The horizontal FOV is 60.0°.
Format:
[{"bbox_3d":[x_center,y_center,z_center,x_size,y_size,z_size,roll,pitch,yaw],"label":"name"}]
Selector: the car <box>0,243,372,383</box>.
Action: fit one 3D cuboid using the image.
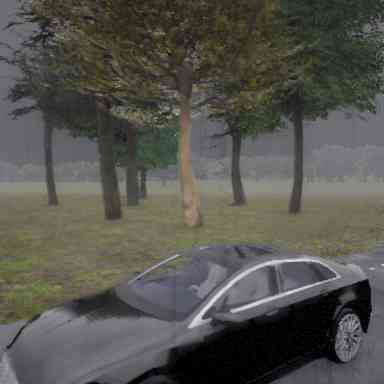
[{"bbox_3d":[0.375,1.486,4.238,4.902,1.511,2.128,0,0,-35],"label":"car"}]
